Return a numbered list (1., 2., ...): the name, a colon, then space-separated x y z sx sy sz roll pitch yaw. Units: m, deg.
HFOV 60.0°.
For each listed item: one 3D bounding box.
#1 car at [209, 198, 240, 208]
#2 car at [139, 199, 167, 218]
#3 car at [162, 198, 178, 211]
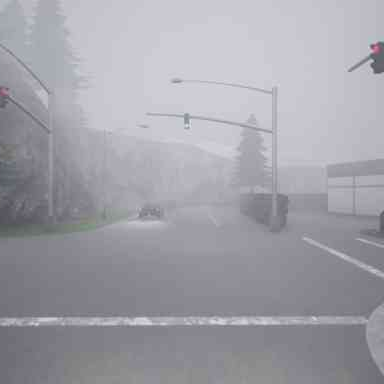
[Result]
1. car: 5.365 1.564 49.552 5.357 1.411 2.033 0 0 -15
2. car: -3.613 1.611 30.192 1.895 1.301 4.718 0 0 0
3. car: -3.095 1.505 40.579 2.128 1.511 4.902 0 0 12
